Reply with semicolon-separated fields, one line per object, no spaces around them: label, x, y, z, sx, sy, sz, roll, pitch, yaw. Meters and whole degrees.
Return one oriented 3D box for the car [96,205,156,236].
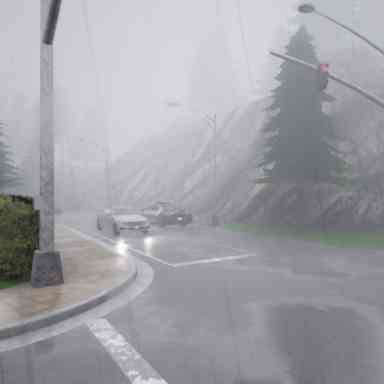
car;-4.048;1.524;18.857;1.812;1.442;4.674;0;0;-33

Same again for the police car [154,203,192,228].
police car;-2.135;1.506;22.391;2.038;1.542;4.974;-1;0;-35

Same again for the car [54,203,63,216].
car;-14.020;1.503;31.502;4.892;1.490;1.837;0;0;43
